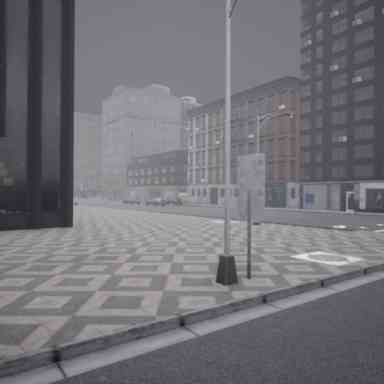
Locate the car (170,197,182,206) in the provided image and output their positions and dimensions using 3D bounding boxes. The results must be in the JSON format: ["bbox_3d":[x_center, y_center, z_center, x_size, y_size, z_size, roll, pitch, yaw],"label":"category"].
[{"bbox_3d":[-3.516,1.620,56.579,1.837,1.490,4.892,1,-1,-36],"label":"car"}]

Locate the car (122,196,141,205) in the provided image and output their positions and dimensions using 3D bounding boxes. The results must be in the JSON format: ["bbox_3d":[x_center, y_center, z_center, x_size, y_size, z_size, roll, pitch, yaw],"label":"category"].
[{"bbox_3d":[-11.388,1.705,61.806,1.895,1.301,4.718,1,0,-36],"label":"car"}]

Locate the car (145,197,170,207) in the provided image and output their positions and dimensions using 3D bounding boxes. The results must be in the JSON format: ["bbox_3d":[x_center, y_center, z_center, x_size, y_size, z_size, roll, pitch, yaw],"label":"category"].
[{"bbox_3d":[-5.938,1.616,54.267,1.812,1.442,4.674,1,0,-36],"label":"car"}]

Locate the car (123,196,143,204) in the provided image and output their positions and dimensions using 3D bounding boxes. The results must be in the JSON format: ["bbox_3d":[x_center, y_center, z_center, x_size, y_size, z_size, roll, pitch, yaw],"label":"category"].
[{"bbox_3d":[-12.319,1.630,68.853,2.128,1.511,4.902,1,0,-36],"label":"car"}]
